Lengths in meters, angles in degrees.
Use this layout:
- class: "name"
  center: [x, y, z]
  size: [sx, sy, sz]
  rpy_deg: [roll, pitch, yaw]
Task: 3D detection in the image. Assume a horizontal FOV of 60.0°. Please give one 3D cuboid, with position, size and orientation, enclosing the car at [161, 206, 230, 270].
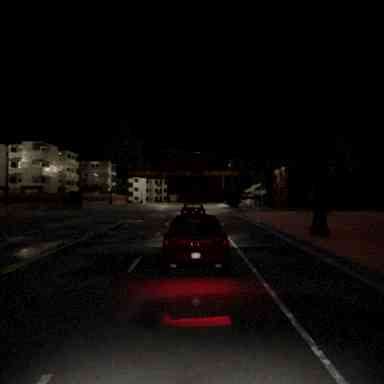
- class: "car"
  center: [0.102, 1.440, 10.916]
  size: [1.882, 1.535, 5.008]
  rpy_deg: [0, 1, 0]

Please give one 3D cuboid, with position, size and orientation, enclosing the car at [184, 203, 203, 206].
- class: "car"
  center: [0.103, 1.578, 27.028]
  size: [1.895, 1.301, 4.718]
  rpy_deg: [0, 0, 0]
